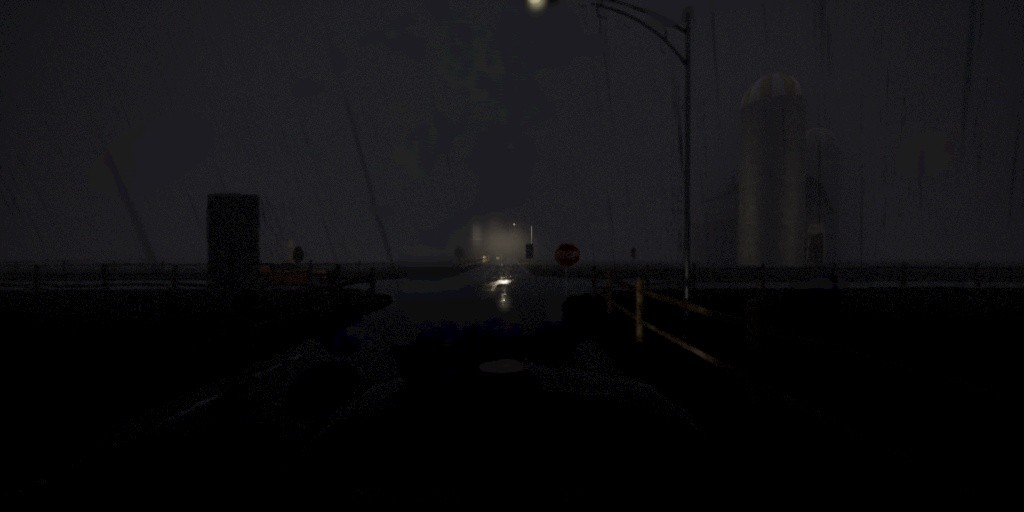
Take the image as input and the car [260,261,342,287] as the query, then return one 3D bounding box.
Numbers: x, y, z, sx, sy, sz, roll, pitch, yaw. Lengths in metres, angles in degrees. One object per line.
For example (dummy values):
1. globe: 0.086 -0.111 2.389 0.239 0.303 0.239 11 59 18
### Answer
1. car: -13.003 1.097 21.853 5.008 1.535 1.882 1 1 0
